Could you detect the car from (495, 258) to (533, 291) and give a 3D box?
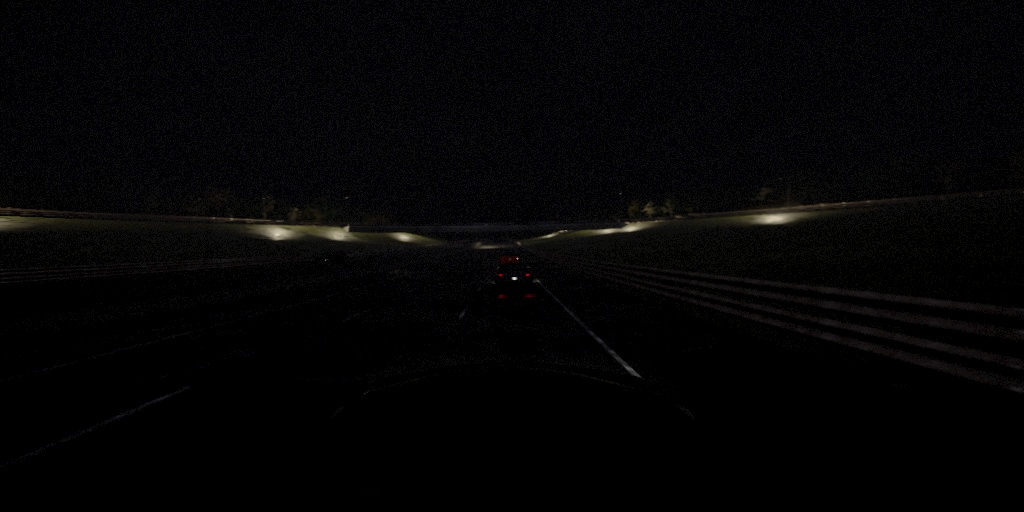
[{"bbox_3d":[0.100,1.040,19.765,1.994,1.385,4.181,-1,1,-1],"label":"car"}]

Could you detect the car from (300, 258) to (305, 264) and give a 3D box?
[{"bbox_3d":[-24.966,0.582,45.699,1.837,1.490,4.892,-1,2,0],"label":"car"}]

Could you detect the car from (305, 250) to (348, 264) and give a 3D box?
[{"bbox_3d":[-21.432,0.365,42.214,2.150,2.045,5.566,-1,2,0],"label":"car"}]

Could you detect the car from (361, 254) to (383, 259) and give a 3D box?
[{"bbox_3d":[-17.978,0.453,46.141,2.128,1.511,4.902,-1,2,0],"label":"car"}]

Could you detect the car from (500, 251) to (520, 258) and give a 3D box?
[{"bbox_3d":[-0.226,0.280,39.454,2.097,1.767,4.553,-1,2,-1],"label":"car"}]
